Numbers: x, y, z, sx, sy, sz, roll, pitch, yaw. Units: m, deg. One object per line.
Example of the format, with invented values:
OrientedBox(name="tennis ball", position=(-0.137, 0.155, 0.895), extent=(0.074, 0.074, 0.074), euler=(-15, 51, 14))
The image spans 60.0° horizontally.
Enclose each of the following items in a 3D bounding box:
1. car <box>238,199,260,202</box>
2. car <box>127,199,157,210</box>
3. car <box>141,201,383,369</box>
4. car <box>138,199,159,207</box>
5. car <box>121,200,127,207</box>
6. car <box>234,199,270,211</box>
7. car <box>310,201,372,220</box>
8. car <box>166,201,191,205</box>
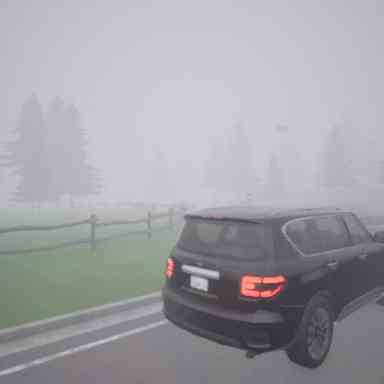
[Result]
OrientedBox(name="car", position=(7.044, 1.700, 44.267), extent=(2.097, 1.767, 4.553), euler=(0, -1, -43))
OrientedBox(name="car", position=(-7.215, 2.004, 49.281), extent=(1.812, 1.442, 4.674), euler=(0, -1, -43))
OrientedBox(name="car", position=(2.014, 1.267, 6.132), extent=(5.566, 2.045, 2.150), euler=(0, -1, -44))
OrientedBox(name="car", position=(-8.784, 2.163, 66.346), extent=(1.812, 1.442, 4.674), euler=(0, -1, -43))
OrientedBox(name="car", position=(-11.979, 2.120, 64.640), extent=(1.882, 1.535, 5.008), euler=(0, -1, -43))
OrientedBox(name="car", position=(8.528, 1.847, 47.804), extent=(1.882, 1.535, 5.008), euler=(0, -1, -43))
OrientedBox(name="car", position=(14.068, 1.685, 31.615), extent=(2.128, 1.511, 4.902), euler=(0, -1, -43))
OrientedBox(name="car", position=(-1.872, 1.988, 48.686), extent=(2.033, 1.411, 5.357), euler=(0, -1, -43))
